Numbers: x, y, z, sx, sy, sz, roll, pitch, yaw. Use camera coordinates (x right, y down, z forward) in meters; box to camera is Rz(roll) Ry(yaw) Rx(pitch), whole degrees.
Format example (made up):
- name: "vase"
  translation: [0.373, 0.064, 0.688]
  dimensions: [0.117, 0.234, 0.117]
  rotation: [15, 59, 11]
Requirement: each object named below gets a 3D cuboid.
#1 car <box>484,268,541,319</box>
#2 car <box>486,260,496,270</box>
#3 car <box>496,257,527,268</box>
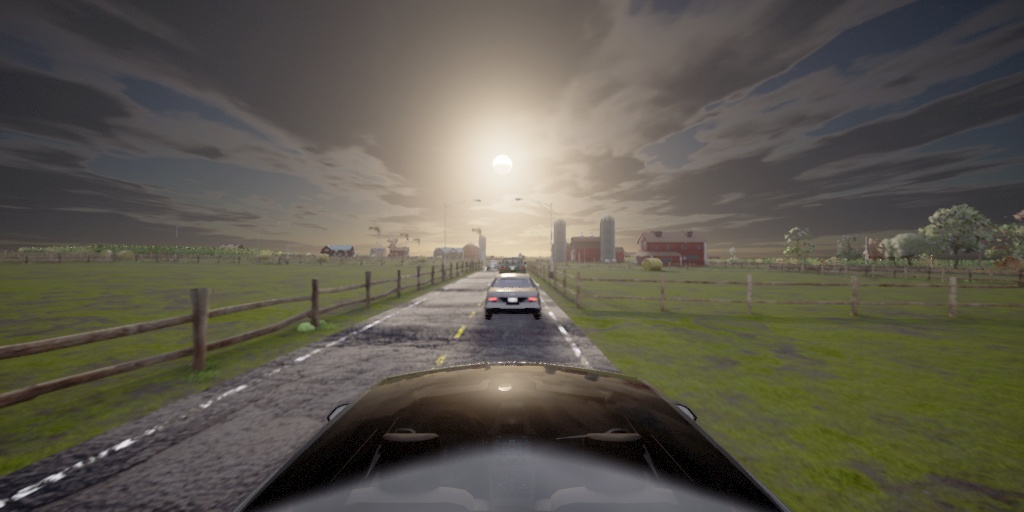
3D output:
- name: "car"
  translation: [0.042, 1.333, 12.981]
  dimensions: [2.033, 1.411, 5.357]
  rotation: [0, 0, 1]
- name: "car"
  translation: [-2.821, 1.411, 54.110]
  dimensions: [2.128, 1.511, 4.902]
  rotation: [0, 0, 0]
- name: "car"
  translation: [0.065, 1.066, 30.717]
  dimensions: [2.150, 2.045, 5.566]
  rotation: [0, 0, 0]
